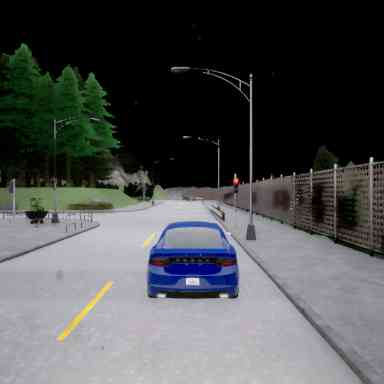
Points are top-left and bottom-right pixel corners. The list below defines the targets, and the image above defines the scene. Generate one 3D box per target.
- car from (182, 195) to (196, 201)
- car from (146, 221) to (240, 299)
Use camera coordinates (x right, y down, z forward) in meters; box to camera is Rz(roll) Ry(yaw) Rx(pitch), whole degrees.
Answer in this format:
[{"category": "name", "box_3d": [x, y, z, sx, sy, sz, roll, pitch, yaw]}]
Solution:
[{"category": "car", "box_3d": [-0.829, 1.540, 83.564, 2.033, 1.411, 5.357, 0, 0, -23]}, {"category": "car", "box_3d": [0.034, 1.478, 8.519, 1.882, 1.535, 5.008, 0, 0, 0]}]
